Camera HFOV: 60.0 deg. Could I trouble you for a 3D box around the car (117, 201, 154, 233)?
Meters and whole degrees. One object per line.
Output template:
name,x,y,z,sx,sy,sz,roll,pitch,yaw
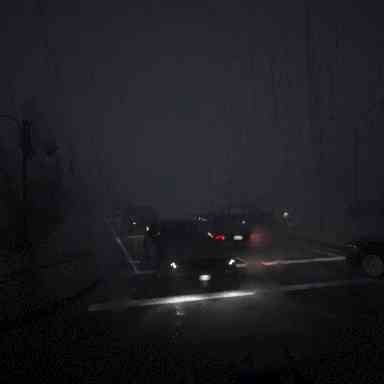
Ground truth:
car,-3.083,1.529,19.933,2.033,1.411,5.357,0,0,-17

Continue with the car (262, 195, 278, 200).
car,10.423,1.278,47.074,2.152,1.636,5.027,0,0,-17

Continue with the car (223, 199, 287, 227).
car,2.859,1.467,19.895,5.357,1.411,2.033,-3,1,-15

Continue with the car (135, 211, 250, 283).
car,-0.371,1.543,10.093,2.033,1.411,5.357,0,0,-14

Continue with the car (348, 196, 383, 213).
car,15.633,1.356,29.149,1.970,1.475,3.806,0,0,-17

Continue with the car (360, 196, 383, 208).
car,23.971,1.274,43.118,1.845,1.501,3.633,0,0,-17

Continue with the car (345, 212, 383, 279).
car,6.518,1.476,8.218,5.008,1.535,1.882,0,0,40

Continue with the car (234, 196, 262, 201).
car,7.433,1.288,46.124,2.007,1.523,4.514,0,0,-17

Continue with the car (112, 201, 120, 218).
car,-6.222,1.515,30.091,2.033,1.411,5.357,0,0,-17

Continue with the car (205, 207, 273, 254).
car,1.355,1.538,13.390,2.033,1.411,5.357,0,0,-3
